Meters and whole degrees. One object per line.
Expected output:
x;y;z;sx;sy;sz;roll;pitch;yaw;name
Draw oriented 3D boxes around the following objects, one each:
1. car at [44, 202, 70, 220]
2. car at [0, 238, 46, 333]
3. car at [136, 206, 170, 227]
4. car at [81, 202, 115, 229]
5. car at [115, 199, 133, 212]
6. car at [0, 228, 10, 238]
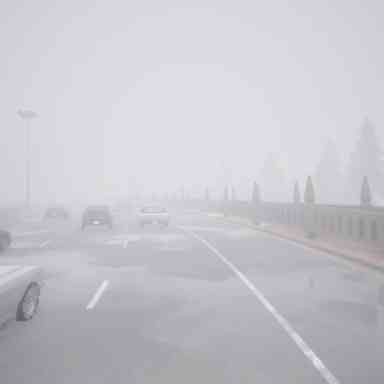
-11.719;1.618;29.001;1.812;1.442;4.674;0;0;-17;car
-3.654;1.616;4.275;1.895;1.301;4.718;0;0;-3;car
-2.822;1.627;23.108;1.895;1.301;4.718;0;0;-13;car
-6.188;1.550;21.976;1.837;1.490;4.892;0;0;-13;car
-8.354;1.593;39.988;1.837;1.490;4.892;0;0;-22;car
-7.784;1.565;11.038;1.812;1.442;4.674;0;0;-7;car
